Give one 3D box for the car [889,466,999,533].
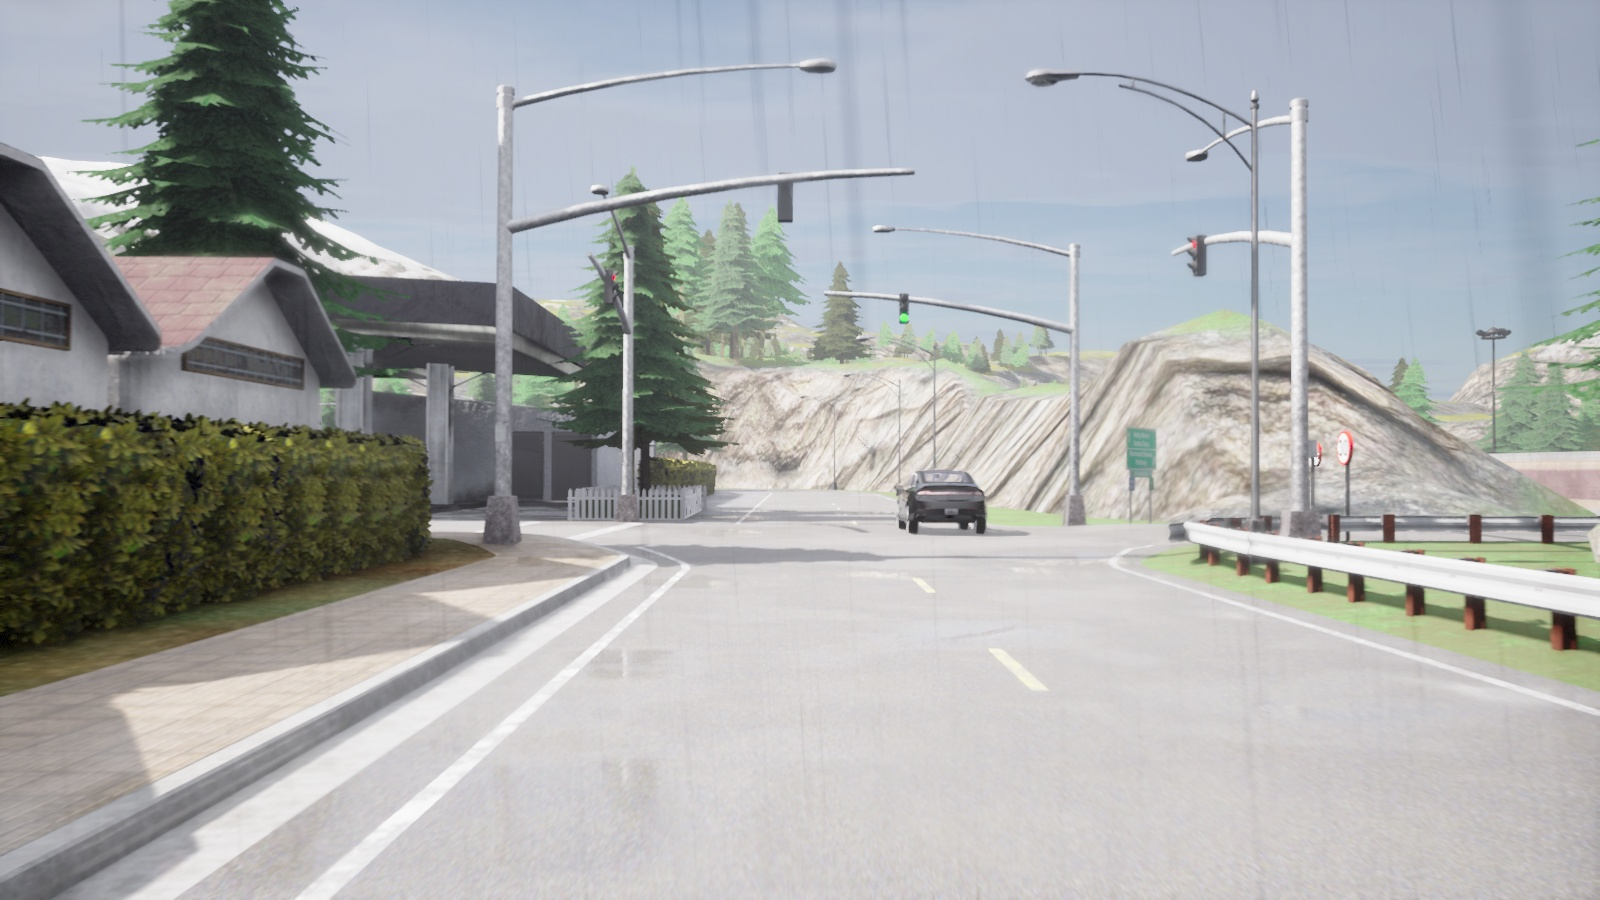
[{"bbox_3d":[3.429,1.182,30.923,2.128,1.511,4.902,0,-1,0],"label":"car"}]
